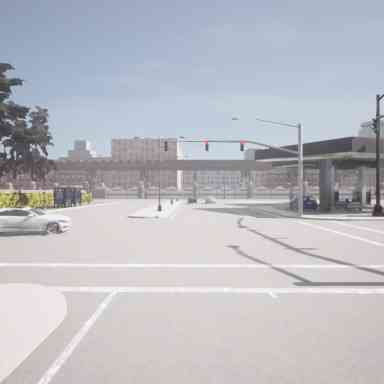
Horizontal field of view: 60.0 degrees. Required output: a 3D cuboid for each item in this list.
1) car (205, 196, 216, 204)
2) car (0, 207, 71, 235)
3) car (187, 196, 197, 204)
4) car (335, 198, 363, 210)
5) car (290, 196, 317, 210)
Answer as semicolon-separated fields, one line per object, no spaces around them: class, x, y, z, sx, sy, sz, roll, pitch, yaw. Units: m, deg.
car;3.563;1.525;64.414;1.812;1.442;4.674;0;0;0
car;-8.964;1.525;17.773;4.674;1.442;1.812;0;0;-14
car;0.063;1.547;64.417;2.033;1.411;5.357;0;0;0
car;18.995;1.456;40.486;1.970;1.475;3.806;0;0;0
car;13.249;1.295;39.729;2.242;1.667;4.611;0;0;0
